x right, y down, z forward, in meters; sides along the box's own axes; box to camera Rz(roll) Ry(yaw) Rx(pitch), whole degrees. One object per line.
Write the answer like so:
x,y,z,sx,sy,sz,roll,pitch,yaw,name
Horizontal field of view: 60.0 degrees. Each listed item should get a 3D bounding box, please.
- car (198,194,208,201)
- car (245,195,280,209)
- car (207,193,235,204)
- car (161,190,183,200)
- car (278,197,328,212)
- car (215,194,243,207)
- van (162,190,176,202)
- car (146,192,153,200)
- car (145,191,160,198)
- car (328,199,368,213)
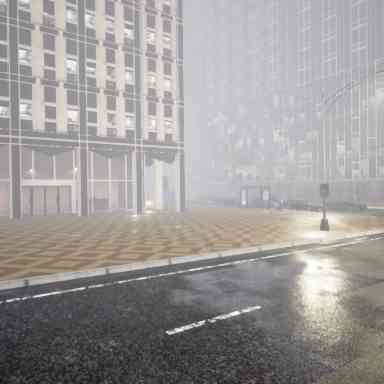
2.913,1.041,64.380,1.802,1.307,4.206,-1,1,-34,car
8.788,1.386,40.838,1.802,1.307,4.206,-1,1,-34,car
4.963,1.264,51.174,1.895,1.301,4.718,-1,1,-34,car
-4.346,0.638,70.328,2.150,2.045,5.566,-1,1,-34,car
11.992,1.422,36.141,1.947,1.339,4.313,-1,1,-34,car
5.617,1.318,45.554,1.947,1.339,4.313,-1,1,-34,car
-3.994,0.935,59.633,1.690,1.788,3.998,0,1,-34,van
-10.432,1.037,69.004,2.008,1.369,4.403,0,1,-34,car
-9.963,0.684,83.115,1.967,1.590,4.097,0,1,-34,car
16.084,1.406,34.974,1.994,1.385,4.181,-1,1,-35,car
